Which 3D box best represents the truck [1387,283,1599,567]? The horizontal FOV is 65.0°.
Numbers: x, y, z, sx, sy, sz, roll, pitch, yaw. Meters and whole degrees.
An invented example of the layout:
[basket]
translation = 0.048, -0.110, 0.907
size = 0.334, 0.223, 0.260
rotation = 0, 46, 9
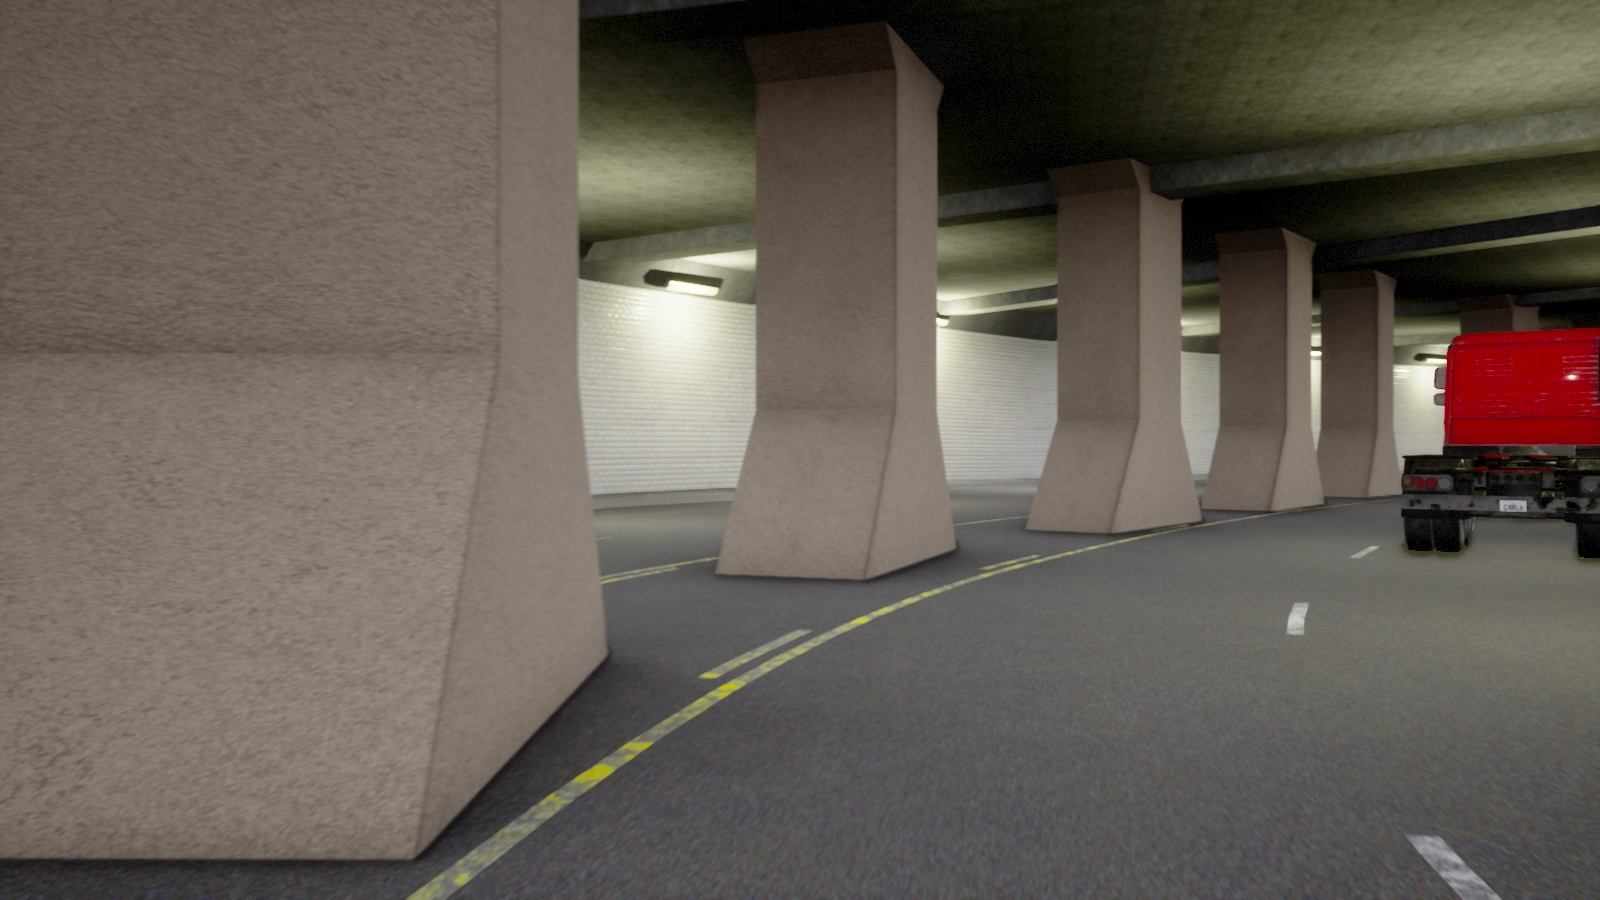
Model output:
[truck]
translation = 11.144, -0.322, 19.170
size = 2.891, 3.462, 7.936
rotation = 0, 0, 33
